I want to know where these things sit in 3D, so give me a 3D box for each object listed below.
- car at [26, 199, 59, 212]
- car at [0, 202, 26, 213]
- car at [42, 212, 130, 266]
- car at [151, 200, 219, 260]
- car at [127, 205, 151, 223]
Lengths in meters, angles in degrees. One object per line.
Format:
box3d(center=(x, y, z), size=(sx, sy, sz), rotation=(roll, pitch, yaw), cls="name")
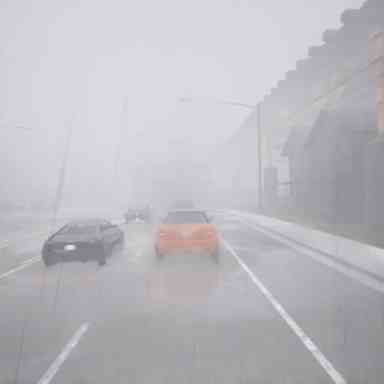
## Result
box3d(center=(-20.978, 1.805, 47.268), size=(4.553, 1.767, 2.097), rotation=(-1, 0, 36), cls="car")
box3d(center=(-25.054, 2.073, 45.858), size=(5.357, 1.411, 2.033), rotation=(-1, 0, 32), cls="car")
box3d(center=(-3.683, 1.647, 11.966), size=(1.994, 1.385, 4.181), rotation=(-1, 0, -1), cls="car")
box3d(center=(-0.204, 1.375, 12.782), size=(2.097, 1.767, 4.553), rotation=(-1, 0, -1), cls="car")
box3d(center=(-4.145, 1.717, 26.650), size=(1.895, 1.301, 4.718), rotation=(-1, 0, -3), cls="car")
